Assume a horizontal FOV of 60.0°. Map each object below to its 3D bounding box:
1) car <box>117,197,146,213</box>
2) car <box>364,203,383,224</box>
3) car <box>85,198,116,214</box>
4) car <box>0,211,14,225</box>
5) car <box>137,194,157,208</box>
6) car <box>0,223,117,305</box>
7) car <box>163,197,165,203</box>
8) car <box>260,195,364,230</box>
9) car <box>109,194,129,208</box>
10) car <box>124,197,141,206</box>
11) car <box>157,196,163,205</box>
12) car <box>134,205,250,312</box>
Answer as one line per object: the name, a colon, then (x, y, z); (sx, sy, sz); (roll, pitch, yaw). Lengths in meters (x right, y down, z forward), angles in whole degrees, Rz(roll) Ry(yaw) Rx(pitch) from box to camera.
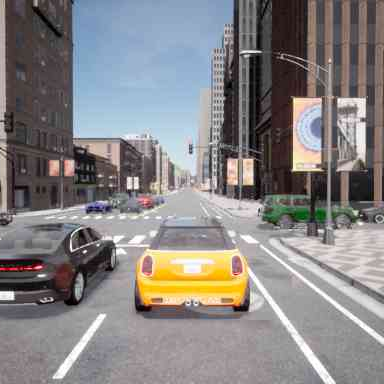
car: (-6.603, 1.580, 36.719); (1.994, 1.385, 4.181); (0, 0, 0)
car: (13.985, 1.470, 23.557); (4.181, 1.385, 1.994); (0, 1, 0)
car: (-9.852, 1.616, 35.559); (1.895, 1.301, 4.718); (0, 0, 0)
car: (-13.996, 1.552, 21.383); (4.674, 1.442, 1.812); (-1, 1, 2)
car: (-6.602, 1.244, 45.996); (2.150, 2.045, 5.566); (0, 0, 1)
car: (-3.154, 1.504, 8.031); (1.837, 1.490, 4.892); (0, 0, 0)
car: (-6.536, 1.507, 66.042); (1.882, 1.535, 5.008); (0, 0, 1)
car: (7.036, 1.207, 20.404); (5.566, 2.045, 2.150); (0, 1, 1)
car: (-9.846, 1.243, 45.319); (2.150, 2.045, 5.566); (0, 0, 1)
car: (-9.821, 1.591, 55.277); (1.994, 1.385, 4.181); (0, 0, 2)
car: (-6.588, 1.591, 55.969); (1.994, 1.385, 4.181); (0, 0, 0)
car: (0.010, 1.351, 7.887); (2.097, 1.767, 4.553); (0, 0, 0)
